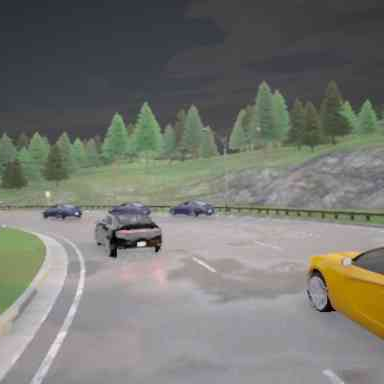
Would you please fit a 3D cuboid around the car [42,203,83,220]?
[{"bbox_3d":[-11.792,1.748,30.245,4.674,1.442,1.812,-1,0,38],"label":"car"}]

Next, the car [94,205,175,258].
[{"bbox_3d":[-2.660,1.519,13.171,2.128,1.511,4.902,-1,0,-24],"label":"car"}]

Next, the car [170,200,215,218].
[{"bbox_3d":[-0.044,1.424,28.874,1.812,1.442,4.674,-1,0,-41],"label":"car"}]

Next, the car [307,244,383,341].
[{"bbox_3d":[3.369,1.367,4.515,1.882,1.535,5.008,-1,0,-7],"label":"car"}]

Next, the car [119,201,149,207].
[{"bbox_3d":[-5.516,1.575,29.605,4.674,1.442,1.812,-1,0,44],"label":"car"}]
